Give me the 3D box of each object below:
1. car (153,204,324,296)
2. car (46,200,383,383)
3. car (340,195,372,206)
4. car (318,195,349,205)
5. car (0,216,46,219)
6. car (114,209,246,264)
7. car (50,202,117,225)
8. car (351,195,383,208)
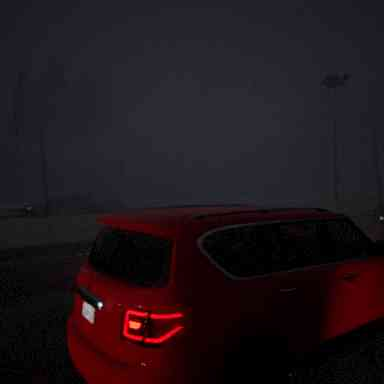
[{"bbox_3d":[1.439,1.315,9.288,4.553,1.767,2.097,-1,0,-36],"label":"car"},{"bbox_3d":[1.184,1.200,4.718,5.566,2.045,2.150,-1,0,-36],"label":"car"},{"bbox_3d":[23.936,1.187,48.407,4.902,1.511,2.128,-1,0,-37],"label":"car"},{"bbox_3d":[21.814,1.192,51.187,4.902,1.511,2.128,-1,0,-37],"label":"car"},{"bbox_3d":[-10.053,1.609,18.390,4.718,1.301,1.895,-1,0,-36],"label":"car"},{"bbox_3d":[-0.316,1.490,12.336,4.674,1.442,1.812,-1,0,-37],"label":"car"},{"bbox_3d":[-7.899,1.540,24.363,4.181,1.385,1.994,-1,0,-37],"label":"car"},{"bbox_3d":[22.813,1.197,43.182,5.008,1.535,1.882,-1,0,-37],"label":"car"}]
